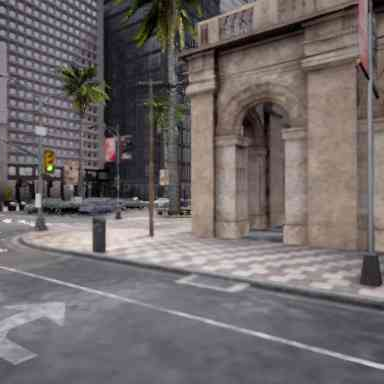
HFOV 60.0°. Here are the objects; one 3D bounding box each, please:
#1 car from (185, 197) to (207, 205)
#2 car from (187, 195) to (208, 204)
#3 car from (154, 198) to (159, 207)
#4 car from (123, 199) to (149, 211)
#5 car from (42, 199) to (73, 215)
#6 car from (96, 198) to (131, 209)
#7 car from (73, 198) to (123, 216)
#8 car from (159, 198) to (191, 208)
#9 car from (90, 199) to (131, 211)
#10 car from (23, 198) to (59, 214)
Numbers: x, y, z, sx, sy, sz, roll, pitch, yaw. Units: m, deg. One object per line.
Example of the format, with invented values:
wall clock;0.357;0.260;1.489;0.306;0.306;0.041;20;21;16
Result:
car;0.759;1.677;61.498;1.812;1.442;4.674;0;0;36
car;1.185;1.518;67.347;2.185;1.767;4.553;0;0;35
car;-5.277;1.677;53.144;1.812;1.442;4.674;0;0;35
car;-8.199;1.628;43.089;2.128;1.511;4.902;0;0;36
car;-13.488;1.737;35.722;1.895;1.301;4.718;0;0;36
car;-11.661;1.678;49.571;2.161;1.482;4.786;0;0;35
car;-9.731;1.684;34.610;1.994;1.385;4.181;0;0;36
car;-2.452;1.662;51.078;1.812;1.442;4.674;0;0;36
car;-10.976;1.699;45.227;2.033;1.411;5.357;0;0;36
car;-16.498;1.503;37.534;2.097;1.767;4.553;0;0;36
